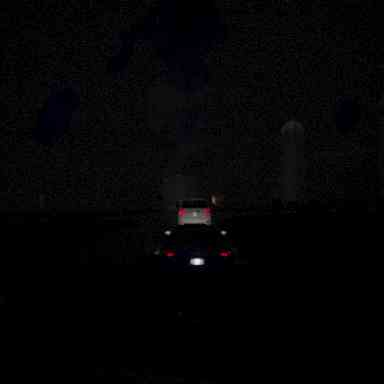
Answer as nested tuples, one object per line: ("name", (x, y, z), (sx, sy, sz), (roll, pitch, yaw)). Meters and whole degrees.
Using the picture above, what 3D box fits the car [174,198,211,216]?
("car", (0.114, 1.428, 22.678), (2.150, 2.045, 5.566), (0, -1, -1))

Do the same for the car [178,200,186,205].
("car", (-2.603, 2.767, 87.119), (2.033, 1.411, 5.357), (0, -1, 0))

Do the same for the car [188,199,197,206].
("car", (0.140, 2.677, 83.270), (2.097, 1.767, 4.553), (0, -1, 0))

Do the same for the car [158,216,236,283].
("car", (0.118, 1.645, 9.906), (1.994, 1.385, 4.181), (0, -1, 0))

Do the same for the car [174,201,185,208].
("car", (-2.632, 2.559, 70.724), (1.994, 1.385, 4.181), (0, -1, 0))
